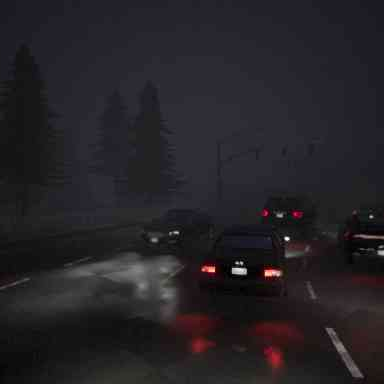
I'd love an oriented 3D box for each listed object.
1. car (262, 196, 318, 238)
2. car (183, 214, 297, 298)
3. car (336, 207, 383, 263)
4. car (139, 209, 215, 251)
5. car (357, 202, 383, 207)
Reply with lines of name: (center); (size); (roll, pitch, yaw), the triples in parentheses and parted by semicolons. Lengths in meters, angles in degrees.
car: (5.458, 1.221, 18.188); (2.150, 2.045, 5.566); (0, 0, 28)
car: (1.532, 1.547, 8.734); (2.033, 1.411, 5.357); (0, 0, 15)
car: (6.188, 1.491, 11.556); (2.128, 1.511, 4.902); (0, 0, 20)
car: (-0.447, 1.493, 14.378); (2.128, 1.511, 4.902); (0, 0, 22)
car: (10.712, 1.352, 19.519); (2.097, 1.767, 4.553); (0, 0, 34)
